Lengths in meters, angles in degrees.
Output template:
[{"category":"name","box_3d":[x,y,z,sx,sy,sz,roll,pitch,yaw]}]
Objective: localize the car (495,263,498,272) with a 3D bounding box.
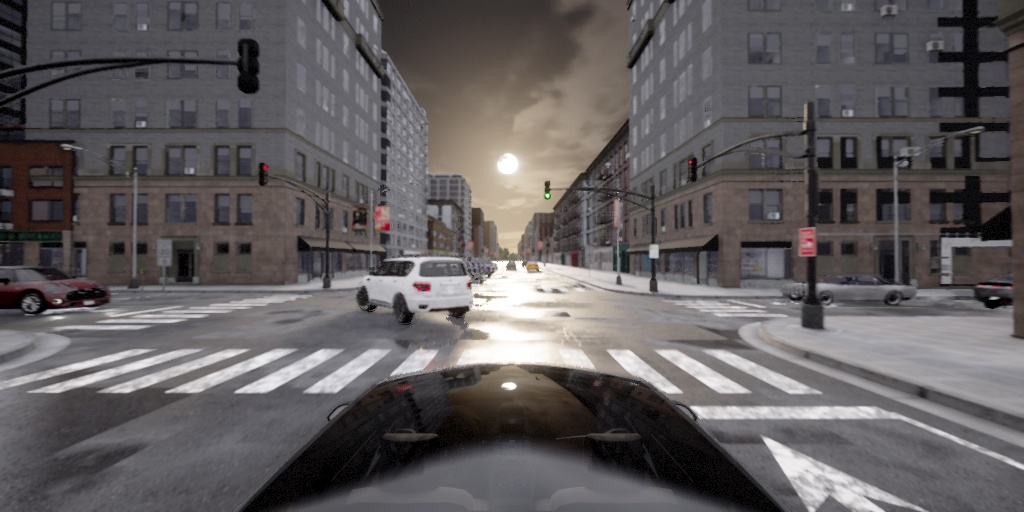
[{"category":"car","box_3d":[-3.289,1.621,50.169,1.837,1.490,4.892,0,0,0]}]

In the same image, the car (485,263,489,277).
[{"category":"car","box_3d":[-3.358,1.536,30.689,1.994,1.385,4.181,0,0,0]}]

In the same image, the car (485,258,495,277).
[{"category":"car","box_3d":[-3.351,1.263,40.033,2.150,2.045,5.566,0,0,0]}]

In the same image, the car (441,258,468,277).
[{"category":"car","box_3d":[-6.590,1.275,41.650,2.150,2.045,5.566,0,0,1]}]

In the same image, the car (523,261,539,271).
[{"category":"car","box_3d":[3.304,1.654,58.556,1.882,1.535,5.008,0,0,0]}]

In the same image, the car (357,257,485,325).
[{"category":"car","box_3d":[-3.537,1.050,12.584,2.150,2.045,5.566,1,-1,-40]}]

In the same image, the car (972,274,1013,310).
[{"category":"car","box_3d":[20.456,1.384,13.362,4.902,1.511,2.128,0,-1,1]}]

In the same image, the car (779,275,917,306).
[{"category":"car","box_3d":[15.041,1.511,16.291,4.718,1.301,1.895,0,-1,1]}]

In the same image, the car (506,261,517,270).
[{"category":"car","box_3d":[-0.036,1.813,63.418,1.895,1.301,4.718,0,0,0]}]

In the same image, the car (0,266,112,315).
[{"category":"car","box_3d":[-18.111,1.169,13.461,4.553,1.767,2.097,0,-1,0]}]
